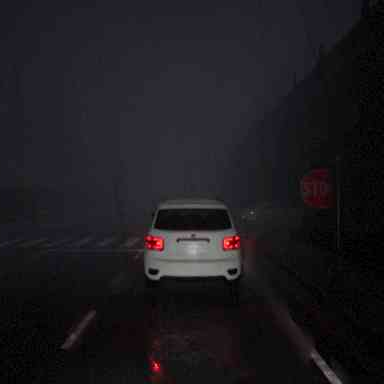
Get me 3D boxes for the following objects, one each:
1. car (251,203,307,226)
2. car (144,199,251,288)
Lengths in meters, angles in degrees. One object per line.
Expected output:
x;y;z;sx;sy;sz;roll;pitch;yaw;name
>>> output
5.718;1.454;22.611;4.674;1.442;1.812;0;0;-10;car
-0.005;1.192;9.277;2.150;2.045;5.566;0;0;-1;car
